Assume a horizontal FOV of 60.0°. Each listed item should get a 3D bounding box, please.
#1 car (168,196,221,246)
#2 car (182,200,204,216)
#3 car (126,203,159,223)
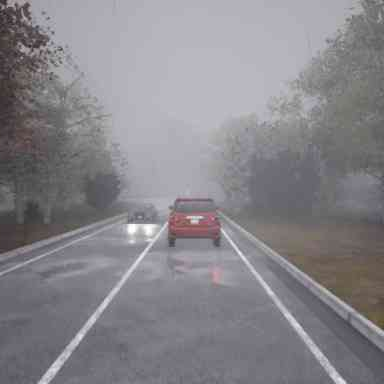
[{"bbox_3d":[0.101,1.207,15.348,2.150,2.045,5.566,0,0,0],"label":"car"},{"bbox_3d":[0.102,1.511,32.785,1.994,1.385,4.181,0,0,0],"label":"car"},{"bbox_3d":[-3.597,1.529,24.922,1.994,1.385,4.181,0,0,0],"label":"car"}]
